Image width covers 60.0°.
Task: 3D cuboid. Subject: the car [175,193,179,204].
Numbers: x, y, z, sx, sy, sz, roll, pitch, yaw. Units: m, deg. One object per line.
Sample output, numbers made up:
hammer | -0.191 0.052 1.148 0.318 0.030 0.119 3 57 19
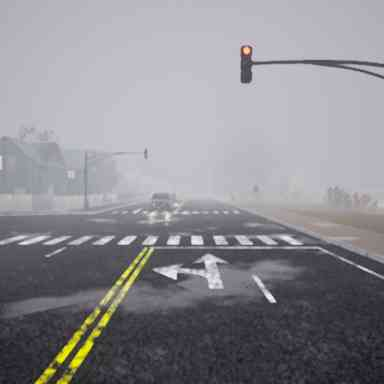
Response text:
car | -3.267 0.961 54.671 2.097 1.767 4.553 0 0 0

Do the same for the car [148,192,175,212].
car | -3.260 1.082 35.306 2.150 2.045 5.566 0 2 0
